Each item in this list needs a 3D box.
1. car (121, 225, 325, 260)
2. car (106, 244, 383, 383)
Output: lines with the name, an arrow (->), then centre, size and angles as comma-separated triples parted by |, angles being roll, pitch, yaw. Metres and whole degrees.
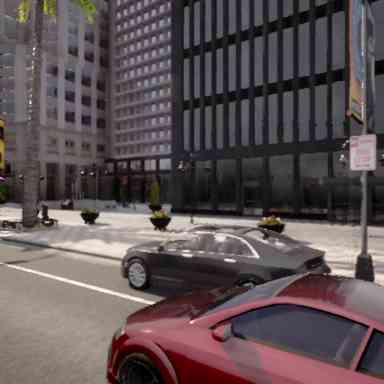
car -> 0.464, 1.486, 7.443 | 4.892, 1.521, 2.231 | 0, 0, 36
car -> 1.095, 1.566, 3.270 | 4.181, 1.385, 1.994 | 0, 0, 36
